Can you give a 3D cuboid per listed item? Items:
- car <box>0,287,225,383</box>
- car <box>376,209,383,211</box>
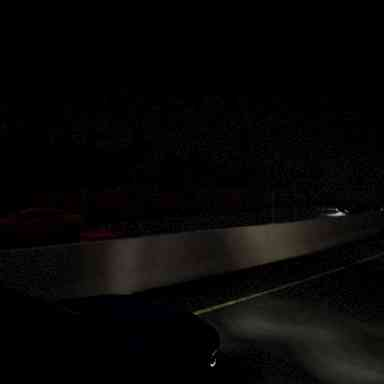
[{"bbox_3d":[-1.986,1.487,2.493,5.008,1.535,1.882,0,0,-35],"label":"car"},{"bbox_3d":[19.375,1.419,32.700,2.128,1.511,4.902,0,0,44],"label":"car"}]
